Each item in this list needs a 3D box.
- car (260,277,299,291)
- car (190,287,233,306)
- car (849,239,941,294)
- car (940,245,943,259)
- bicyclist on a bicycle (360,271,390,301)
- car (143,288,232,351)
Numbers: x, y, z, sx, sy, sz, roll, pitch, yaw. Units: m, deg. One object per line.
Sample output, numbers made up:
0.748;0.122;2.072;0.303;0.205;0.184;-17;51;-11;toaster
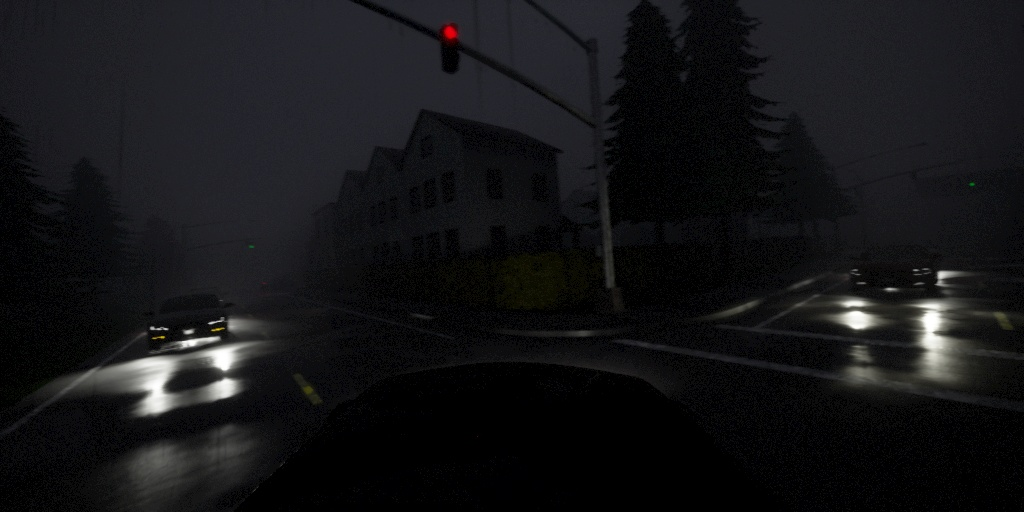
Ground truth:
-28.395;3.390;43.988;2.128;1.511;4.902;-5;0;8;car
-17.317;2.524;20.196;2.128;1.511;4.902;-4;0;-39;car
13.330;0.325;12.490;5.008;1.535;1.882;-4;0;-39;car
20.799;-0.136;18.658;4.674;1.442;1.812;-4;0;-39;car
-7.713;1.651;20.175;1.656;1.620;0.582;-4;0;-39;bicyclist on a bicycle
-10.858;2.052;12.209;1.837;1.490;4.892;-4;0;-39;car
